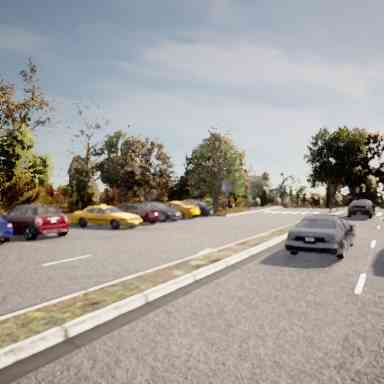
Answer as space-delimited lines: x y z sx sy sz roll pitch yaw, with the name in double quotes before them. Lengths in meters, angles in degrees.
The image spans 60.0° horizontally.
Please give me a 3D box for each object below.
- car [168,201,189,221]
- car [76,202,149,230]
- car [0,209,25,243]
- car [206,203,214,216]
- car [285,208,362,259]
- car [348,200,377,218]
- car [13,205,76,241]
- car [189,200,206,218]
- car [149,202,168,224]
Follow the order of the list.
"car" -3.120 1.590 27.253 4.892 1.521 2.231 0 0 31
"car" -5.787 1.597 22.426 5.366 1.575 1.946 0 0 31
"car" -10.190 1.632 15.429 4.674 1.452 2.002 0 0 31
"car" -0.279 1.567 31.972 4.892 1.521 2.231 0 0 31
"car" 5.130 1.577 12.920 2.033 1.411 5.357 0 0 31
"car" 14.717 1.421 28.738 1.837 1.490 4.892 0 0 33
"car" -8.748 1.475 17.785 4.553 1.767 2.185 0 0 31
"car" -1.696 1.579 29.609 5.008 1.535 2.097 0 0 31
"car" -4.553 1.628 24.905 4.792 1.488 2.163 0 0 31
